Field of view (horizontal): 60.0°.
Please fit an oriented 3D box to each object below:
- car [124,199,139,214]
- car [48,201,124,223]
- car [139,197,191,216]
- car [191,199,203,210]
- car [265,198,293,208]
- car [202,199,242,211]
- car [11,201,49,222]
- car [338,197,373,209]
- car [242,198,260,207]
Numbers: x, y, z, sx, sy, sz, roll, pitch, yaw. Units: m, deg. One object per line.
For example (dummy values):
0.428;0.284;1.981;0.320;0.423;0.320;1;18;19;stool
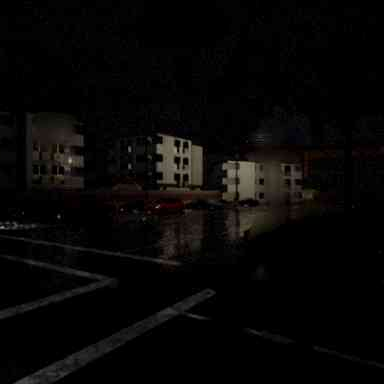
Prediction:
-5.463;1.492;34.965;2.128;1.511;4.902;0;0;38;car
-8.051;1.491;25.766;2.128;1.511;4.902;0;0;37;car
-2.621;1.352;32.912;2.097;1.767;4.553;0;0;38;car
0.948;1.564;42.992;1.994;1.385;4.181;0;0;40;car
12.775;1.562;48.652;4.181;1.385;1.994;0;0;-29;car
3.757;1.601;41.021;1.895;1.301;4.718;0;0;41;car
-11.763;1.507;26.641;1.837;1.490;4.892;0;-1;37;car
22.153;1.505;44.888;4.892;1.490;1.837;0;0;-18;car
8.231;1.563;49.835;4.181;1.385;1.994;0;0;-35;car
